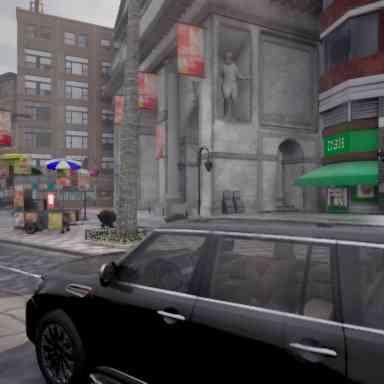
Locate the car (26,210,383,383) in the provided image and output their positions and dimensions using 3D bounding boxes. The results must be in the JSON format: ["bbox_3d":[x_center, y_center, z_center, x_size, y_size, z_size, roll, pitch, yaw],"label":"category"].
[{"bbox_3d":[0.525,1.222,3.518,5.566,2.045,2.150,0,0,36],"label":"car"}]
